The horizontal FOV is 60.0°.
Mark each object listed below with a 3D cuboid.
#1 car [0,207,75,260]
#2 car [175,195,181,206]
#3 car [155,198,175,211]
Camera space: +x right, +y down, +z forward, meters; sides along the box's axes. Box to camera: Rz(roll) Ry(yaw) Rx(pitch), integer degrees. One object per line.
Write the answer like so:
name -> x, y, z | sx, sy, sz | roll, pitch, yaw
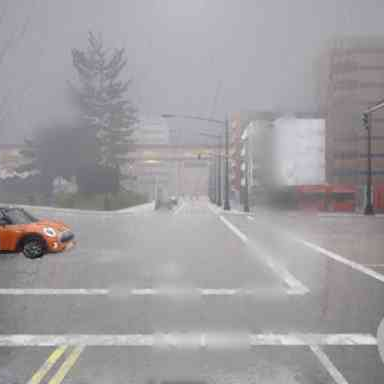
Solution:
car -> -6.678, 1.351, 12.019 | 4.553, 1.767, 2.097 | 0, 0, 0
car -> -3.399, 1.585, 55.815 | 1.895, 1.301, 4.718 | 0, 0, 0
car -> -3.461, 1.466, 41.175 | 1.882, 1.535, 5.008 | 0, 0, 0
